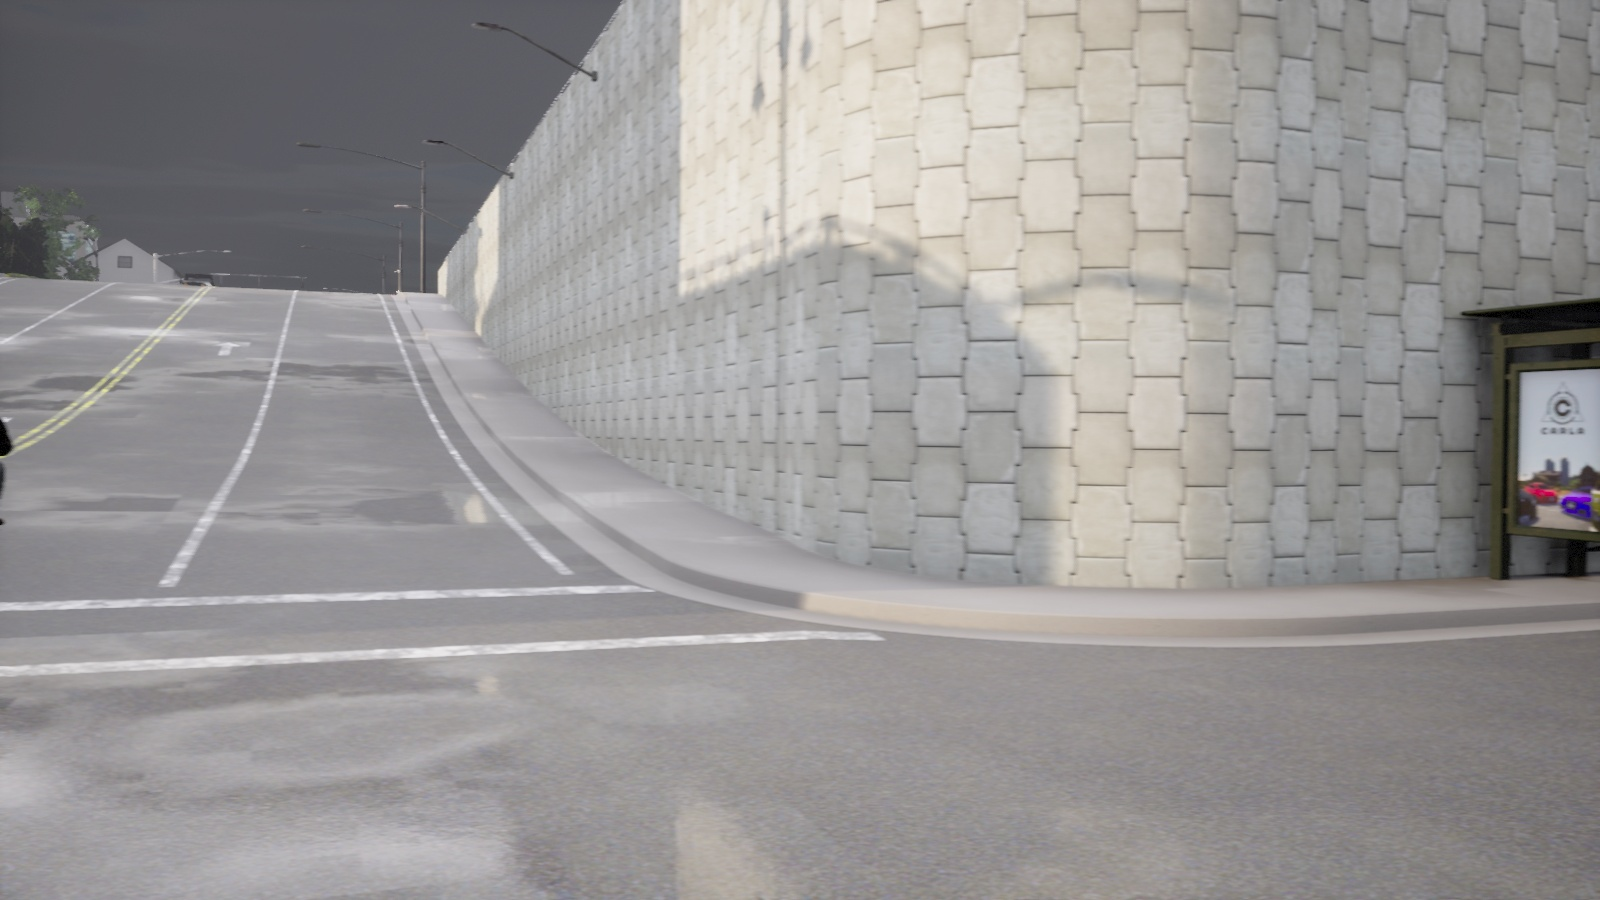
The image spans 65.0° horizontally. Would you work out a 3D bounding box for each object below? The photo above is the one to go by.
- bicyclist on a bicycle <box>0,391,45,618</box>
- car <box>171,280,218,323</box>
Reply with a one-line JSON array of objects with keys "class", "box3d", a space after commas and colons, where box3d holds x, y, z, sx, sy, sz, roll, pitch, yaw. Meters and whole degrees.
[{"class": "bicyclist on a bicycle", "box3d": [-7.099, 0.416, 10.997, 0.659, 1.776, 1.843, -1, 5, -26]}, {"class": "car", "box3d": [-32.513, -7.963, 67.500, 1.905, 1.878, 3.866, -1, 1, -21]}]
